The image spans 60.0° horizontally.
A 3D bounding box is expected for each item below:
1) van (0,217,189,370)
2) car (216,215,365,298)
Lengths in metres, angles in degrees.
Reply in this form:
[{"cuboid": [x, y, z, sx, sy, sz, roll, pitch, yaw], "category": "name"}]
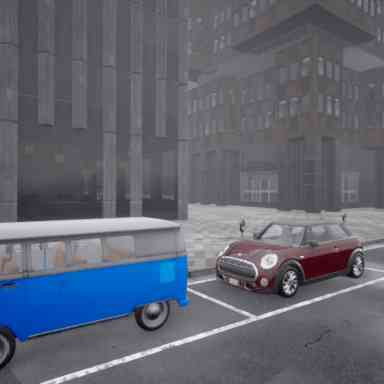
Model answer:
[{"cuboid": [-1.962, 1.341, 5.247, 3.998, 1.788, 1.690, 0, 0, -35], "category": "van"}, {"cuboid": [2.539, 1.441, 8.450, 4.097, 1.590, 1.967, 0, 0, -35], "category": "car"}]
